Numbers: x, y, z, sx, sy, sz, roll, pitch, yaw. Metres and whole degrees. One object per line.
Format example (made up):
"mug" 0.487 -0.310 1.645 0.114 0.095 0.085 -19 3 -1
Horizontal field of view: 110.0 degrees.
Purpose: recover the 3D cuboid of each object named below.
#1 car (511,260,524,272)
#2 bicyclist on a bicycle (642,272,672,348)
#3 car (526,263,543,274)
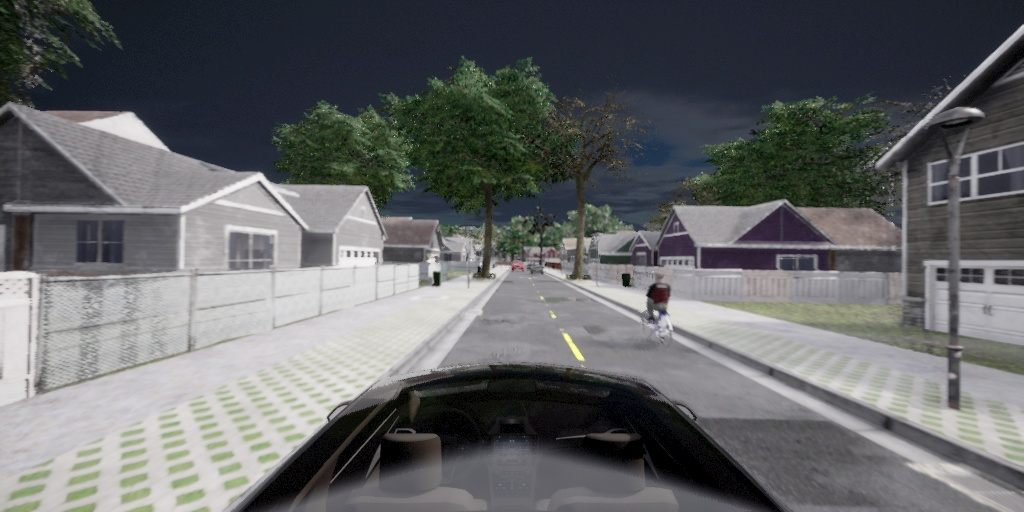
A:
"car" 1.027 1.775 64.918 2.150 2.045 5.566 1 -1 2
"bicyclist on a bicycle" 3.570 1.272 8.919 0.659 1.776 1.843 1 0 1
"car" 3.700 1.960 54.105 2.128 1.511 4.902 1 -1 1
